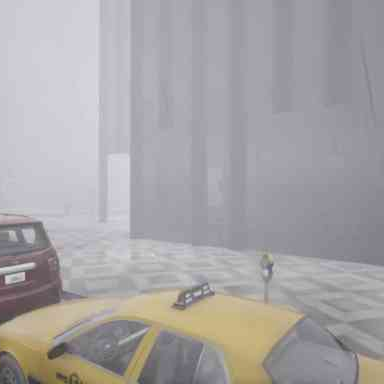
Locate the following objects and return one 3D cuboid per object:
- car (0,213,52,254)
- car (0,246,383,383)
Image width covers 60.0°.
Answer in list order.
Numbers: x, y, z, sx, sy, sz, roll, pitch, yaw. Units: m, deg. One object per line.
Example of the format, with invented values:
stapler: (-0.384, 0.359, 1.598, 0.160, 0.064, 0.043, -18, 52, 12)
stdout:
car: (-4.466, 1.314, 6.155, 5.009, 1.841, 2.192, 0, 0, 36)
car: (-0.191, 1.525, 3.099, 4.829, 1.417, 1.752, 0, 0, 36)
